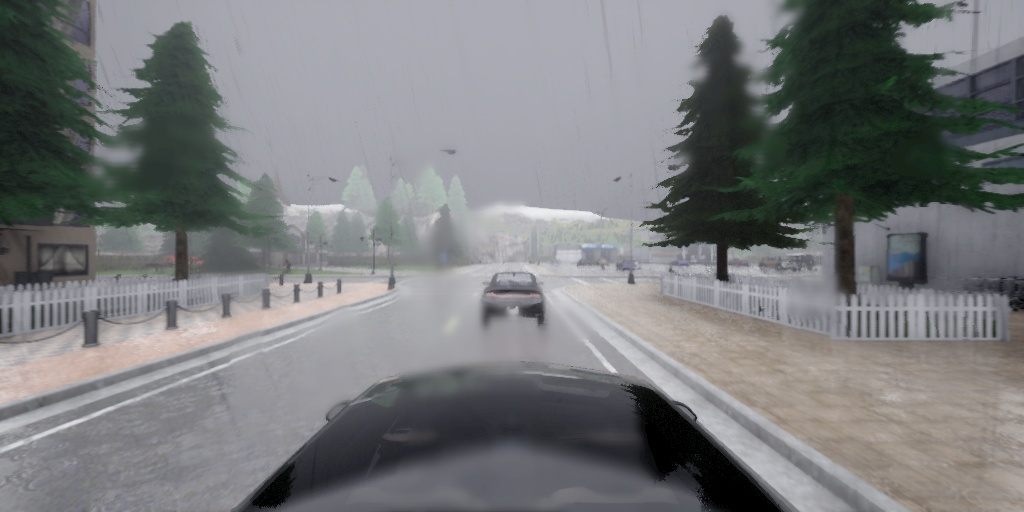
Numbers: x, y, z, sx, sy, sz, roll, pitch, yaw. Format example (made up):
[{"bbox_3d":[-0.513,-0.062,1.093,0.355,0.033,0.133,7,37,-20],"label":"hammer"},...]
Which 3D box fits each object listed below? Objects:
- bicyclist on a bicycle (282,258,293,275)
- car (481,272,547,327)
[{"bbox_3d":[-21.776,1.064,34.759,0.582,1.620,1.656,0,0,1],"label":"bicyclist on a bicycle"},{"bbox_3d":[0.068,1.250,11.627,2.128,1.511,4.902,0,0,0],"label":"car"}]
